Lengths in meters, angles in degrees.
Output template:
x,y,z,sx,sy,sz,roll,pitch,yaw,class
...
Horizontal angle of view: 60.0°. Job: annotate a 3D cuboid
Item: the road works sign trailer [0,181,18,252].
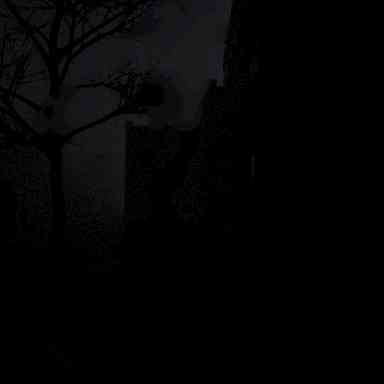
x,y,z,sx,sy,sz,roll,pitch,yaw,class
-7.729,0.942,10.845,3.560,2.380,2.880,-4,2,-9,road works sign trailer
